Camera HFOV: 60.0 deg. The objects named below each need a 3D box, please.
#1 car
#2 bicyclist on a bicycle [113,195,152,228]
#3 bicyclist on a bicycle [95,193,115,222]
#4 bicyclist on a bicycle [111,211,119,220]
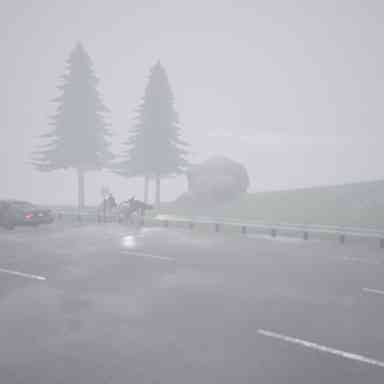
[{"bbox_3d":[-9.526,1.084,16.667,5.357,1.411,2.033,2,1,20],"label":"car"},{"bbox_3d":[-2.939,1.029,17.771,1.620,1.656,0.582,-28,-14,-1],"label":"bicyclist on a bicycle"},{"bbox_3d":[-5.003,0.857,19.805,0.582,1.620,1.656,7,-19,35],"label":"bicyclist on a bicycle"},{"bbox_3d":[-3.762,0.958,19.408,0.582,1.620,1.656,28,-14,7],"label":"bicyclist on a bicycle"}]
